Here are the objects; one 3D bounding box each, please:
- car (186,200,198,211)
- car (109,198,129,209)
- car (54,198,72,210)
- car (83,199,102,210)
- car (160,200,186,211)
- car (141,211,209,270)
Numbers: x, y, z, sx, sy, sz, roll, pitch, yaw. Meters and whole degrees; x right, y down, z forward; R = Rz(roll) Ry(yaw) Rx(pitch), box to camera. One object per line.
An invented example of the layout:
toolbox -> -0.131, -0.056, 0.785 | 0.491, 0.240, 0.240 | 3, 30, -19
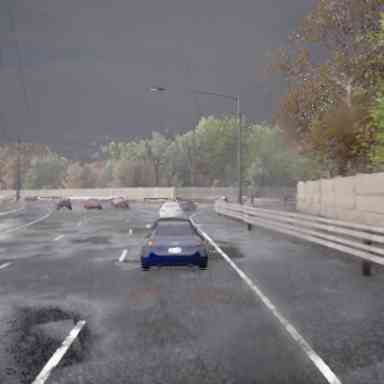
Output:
car -> -0.799, 1.556, 37.176 | 2.033, 1.411, 5.357 | 0, 0, 14
car -> -10.000, 1.577, 45.706 | 1.812, 1.442, 4.674 | 0, 0, -24
car -> -17.528, 1.591, 45.257 | 1.837, 1.490, 4.892 | 0, 0, -25
car -> -13.414, 1.631, 44.739 | 1.994, 1.385, 4.181 | 0, 0, -25
car -> -1.615, 1.537, 26.877 | 1.812, 1.442, 4.674 | 0, 0, -2
car -> -0.601, 1.568, 11.108 | 1.994, 1.385, 4.181 | 0, 0, -4
